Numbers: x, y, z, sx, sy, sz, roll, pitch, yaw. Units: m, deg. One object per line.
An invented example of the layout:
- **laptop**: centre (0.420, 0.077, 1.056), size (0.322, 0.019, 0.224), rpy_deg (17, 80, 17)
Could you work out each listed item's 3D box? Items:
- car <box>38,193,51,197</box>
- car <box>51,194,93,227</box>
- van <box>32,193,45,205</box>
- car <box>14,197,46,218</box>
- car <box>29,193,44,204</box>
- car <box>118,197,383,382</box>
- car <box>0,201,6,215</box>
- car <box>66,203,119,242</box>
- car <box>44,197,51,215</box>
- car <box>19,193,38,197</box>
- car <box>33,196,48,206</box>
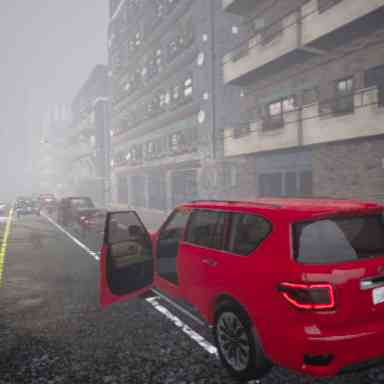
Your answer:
- **car**: centre (-18.355, 1.149, 41.988), size (2.192, 1.841, 5.009), rpy_deg (-3, 1, -28)
- **car**: centre (-7.703, 1.177, 21.991), size (2.192, 1.841, 5.009), rpy_deg (-3, 1, -28)
- **van**: centre (-26.343, 1.155, 56.986), size (1.690, 1.788, 3.998), rpy_deg (-3, 1, -28)
- **car**: centre (-14.532, 1.464, 29.551), size (2.033, 1.411, 5.357), rpy_deg (-2, 1, -27)
- **car**: centre (-29.007, 1.122, 61.985), size (2.192, 1.841, 5.009), rpy_deg (-3, 1, -28)
- **car**: centre (0.651, 1.115, 5.701), size (2.150, 2.045, 5.566), rpy_deg (-2, 1, -28)
- **car**: centre (-19.635, 1.589, 33.052), size (1.895, 1.301, 4.718), rpy_deg (-2, 1, -28)
- **car**: centre (-5.031, 1.451, 16.997), size (1.802, 1.307, 4.206), rpy_deg (-3, 1, -28)
- **car**: centre (-13.020, 1.429, 31.995), size (1.802, 1.307, 4.206), rpy_deg (-3, 1, -28)
- **car**: centre (-19.965, 1.256, 39.610), size (2.097, 1.767, 4.553), rpy_deg (-2, 1, -28)
- **car**: centre (-23.672, 1.402, 51.992), size (1.802, 1.307, 4.206), rpy_deg (-3, 1, -28)
